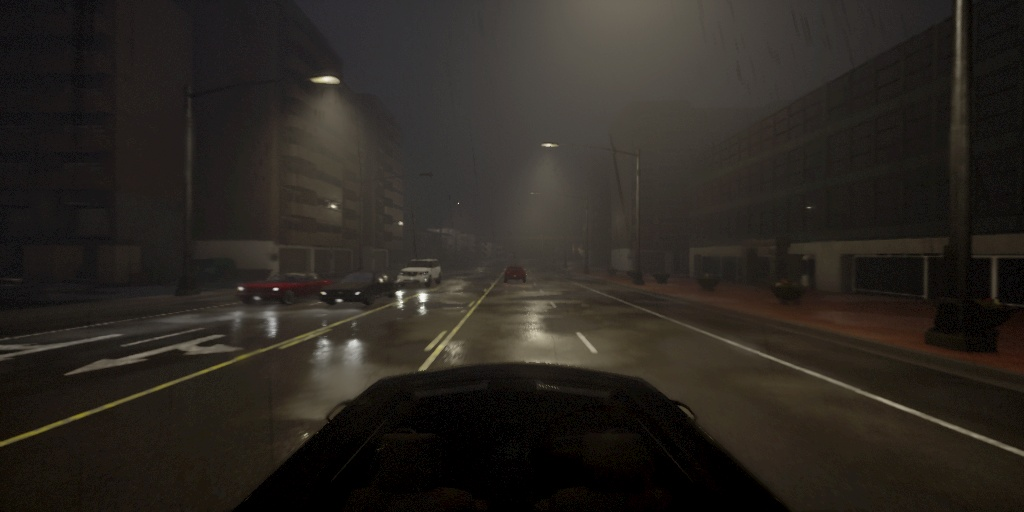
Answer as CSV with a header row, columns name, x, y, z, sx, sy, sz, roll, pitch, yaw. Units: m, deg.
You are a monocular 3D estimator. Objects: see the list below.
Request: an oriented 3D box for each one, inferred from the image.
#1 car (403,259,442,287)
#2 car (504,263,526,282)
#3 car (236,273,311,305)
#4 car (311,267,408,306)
name,x,y,z,sx,sy,sz,roll,pitch,yaw
car,-6.855,1.228,27.407,2.150,2.045,5.566,0,-1,1
car,0.280,1.586,33.234,1.882,1.535,5.008,0,-1,1
car,-10.414,1.470,16.894,1.895,1.301,4.718,0,-1,0
car,-6.911,1.436,17.038,2.033,1.411,5.357,0,-1,0
